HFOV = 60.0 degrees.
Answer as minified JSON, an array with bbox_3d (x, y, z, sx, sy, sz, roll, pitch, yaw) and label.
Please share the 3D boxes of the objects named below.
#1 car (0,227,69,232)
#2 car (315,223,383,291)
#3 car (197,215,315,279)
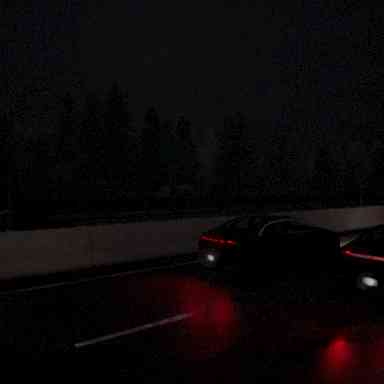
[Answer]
[{"bbox_3d":[-6.857,1.467,12.009,5.008,1.535,1.882,-1,0,-36],"label":"car"},{"bbox_3d":[5.250,1.421,7.575,4.902,1.511,2.128,-1,0,-36],"label":"car"},{"bbox_3d":[2.427,1.429,9.851,4.902,1.511,2.128,-1,0,-36],"label":"car"}]
